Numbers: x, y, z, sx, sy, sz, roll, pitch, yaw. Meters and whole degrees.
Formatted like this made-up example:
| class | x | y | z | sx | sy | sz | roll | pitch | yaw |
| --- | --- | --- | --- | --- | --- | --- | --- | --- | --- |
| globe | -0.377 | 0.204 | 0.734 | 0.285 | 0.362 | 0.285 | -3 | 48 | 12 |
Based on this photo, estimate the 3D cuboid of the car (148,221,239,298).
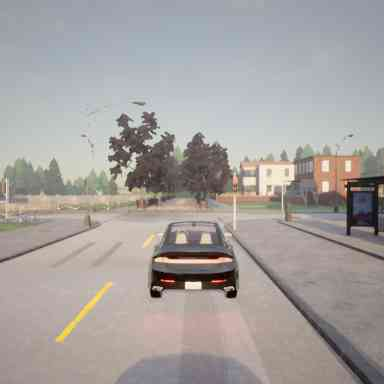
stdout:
| class | x | y | z | sx | sy | sz | roll | pitch | yaw |
| --- | --- | --- | --- | --- | --- | --- | --- | --- | --- |
| car | 0.049 | 1.492 | 8.484 | 2.128 | 1.511 | 4.902 | 0 | 0 | 1 |

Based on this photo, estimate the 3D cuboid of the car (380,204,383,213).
| class | x | y | z | sx | sy | sz | roll | pitch | yaw |
| --- | --- | --- | --- | --- | --- | --- | --- | --- | --- |
| car | 21.451 | 1.351 | 33.372 | 4.553 | 1.767 | 2.097 | 0 | 0 | 0 |
